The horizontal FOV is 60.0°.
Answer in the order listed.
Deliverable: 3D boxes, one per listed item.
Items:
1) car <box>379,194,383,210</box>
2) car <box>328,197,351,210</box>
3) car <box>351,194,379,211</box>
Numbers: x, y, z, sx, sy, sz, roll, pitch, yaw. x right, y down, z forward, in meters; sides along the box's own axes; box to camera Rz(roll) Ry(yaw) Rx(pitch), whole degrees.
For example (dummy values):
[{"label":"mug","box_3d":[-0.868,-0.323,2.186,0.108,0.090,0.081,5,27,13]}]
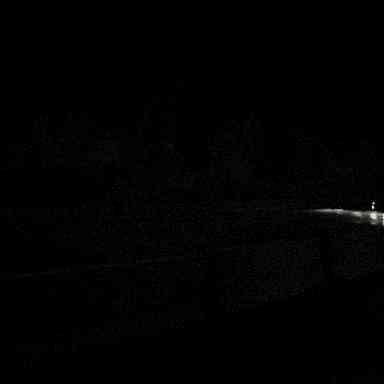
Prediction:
[{"label":"car","box_3d":[19.849,1.058,31.037,4.553,1.767,2.097,-1,0,-35]},{"label":"car","box_3d":[17.271,1.246,37.794,4.181,1.385,1.994,-1,1,-35]},{"label":"car","box_3d":[19.146,1.037,34.833,4.553,1.767,2.097,-1,0,-35]}]
